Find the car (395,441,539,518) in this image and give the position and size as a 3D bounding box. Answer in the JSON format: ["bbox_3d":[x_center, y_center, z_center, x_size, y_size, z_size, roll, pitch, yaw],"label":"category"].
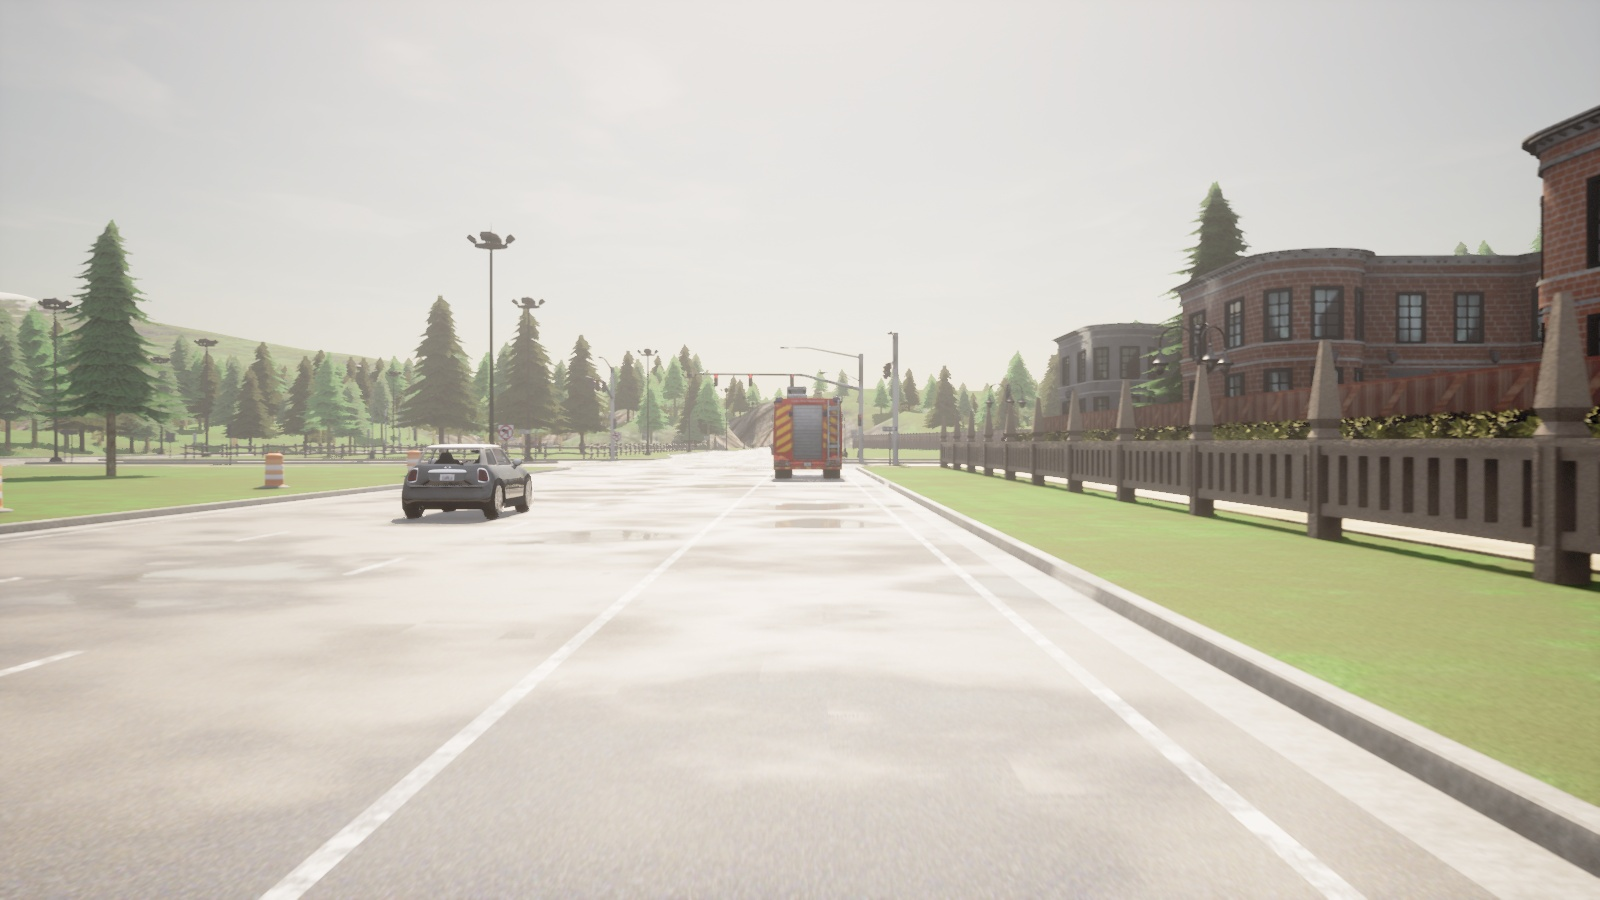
[{"bbox_3d":[-6.836,0.559,26.155,1.970,1.475,3.806,0,0,0],"label":"car"}]

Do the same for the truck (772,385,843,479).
[{"bbox_3d":[0.332,-0.732,55.482,2.891,3.827,8.468,0,0,0],"label":"truck"}]
